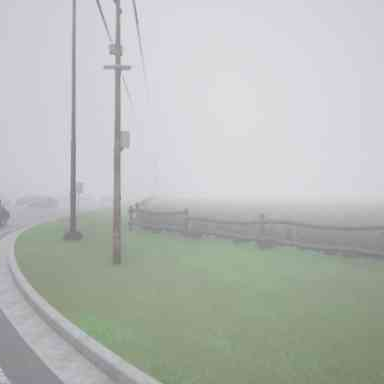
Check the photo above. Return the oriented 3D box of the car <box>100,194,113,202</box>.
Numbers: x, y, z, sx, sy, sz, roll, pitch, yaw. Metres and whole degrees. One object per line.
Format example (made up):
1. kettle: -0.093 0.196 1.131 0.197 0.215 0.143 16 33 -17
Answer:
1. car: -15.223 1.074 59.562 1.994 1.385 4.181 0 0 -5

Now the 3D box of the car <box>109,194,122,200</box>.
1. car: -16.276 1.026 70.864 1.895 1.301 4.718 0 0 -5

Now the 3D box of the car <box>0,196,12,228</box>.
1. car: -11.343 1.030 17.054 2.150 2.045 5.566 0 1 -12

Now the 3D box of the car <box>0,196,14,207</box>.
1. car: -24.221 1.159 41.321 1.895 1.301 4.718 0 0 -5

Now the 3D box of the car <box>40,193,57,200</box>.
1. car: -30.289 0.853 70.439 1.812 1.442 4.674 0 0 -5

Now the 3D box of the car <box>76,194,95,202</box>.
1. car: -18.883 1.027 60.178 2.033 1.411 5.357 0 0 -5

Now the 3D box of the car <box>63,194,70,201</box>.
1. car: -22.425 0.998 60.589 2.033 1.411 5.357 0 0 -4

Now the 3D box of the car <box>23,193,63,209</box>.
1. car: -16.934 1.180 38.211 2.033 1.411 5.357 0 0 -5

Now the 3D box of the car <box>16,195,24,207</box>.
1. car: -20.821 1.102 42.633 1.812 1.442 4.674 0 0 -5

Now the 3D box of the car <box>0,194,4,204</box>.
1. car: -28.104 0.992 45.710 2.128 1.511 4.902 0 0 -5

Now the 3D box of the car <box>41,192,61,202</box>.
1. car: -26.005 0.895 61.545 1.882 1.535 5.008 0 1 -4
